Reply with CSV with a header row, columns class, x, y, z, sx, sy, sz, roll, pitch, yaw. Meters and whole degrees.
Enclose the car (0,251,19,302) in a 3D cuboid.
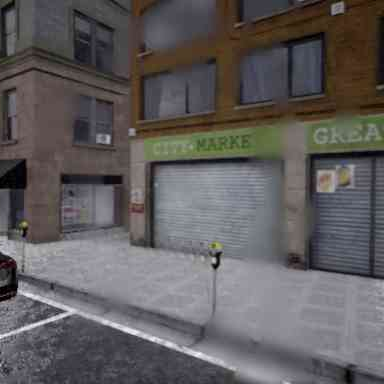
class,x,y,z,sx,sy,sz,roll,pitch,yaw
car,-5.208,1.495,6.727,4.313,1.339,1.947,0,2,36
